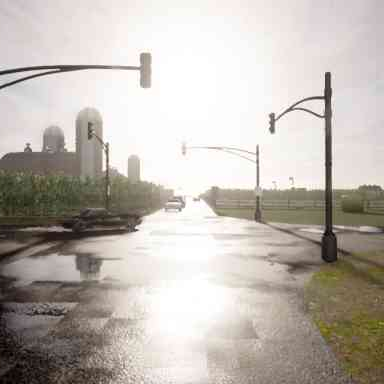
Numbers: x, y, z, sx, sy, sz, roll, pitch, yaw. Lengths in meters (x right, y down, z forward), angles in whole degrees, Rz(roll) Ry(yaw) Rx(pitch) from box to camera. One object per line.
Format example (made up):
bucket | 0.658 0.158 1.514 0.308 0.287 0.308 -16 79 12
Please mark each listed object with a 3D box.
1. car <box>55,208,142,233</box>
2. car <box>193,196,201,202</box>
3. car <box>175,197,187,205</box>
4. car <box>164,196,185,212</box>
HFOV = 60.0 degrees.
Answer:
car | -5.331 1.574 19.373 4.718 1.301 1.895 0 0 -32
car | 1.093 1.723 80.184 1.895 1.301 4.718 0 0 1
car | -1.951 1.620 60.102 2.033 1.411 5.357 0 0 1
car | -2.197 1.564 40.094 1.812 1.442 4.674 0 0 1
